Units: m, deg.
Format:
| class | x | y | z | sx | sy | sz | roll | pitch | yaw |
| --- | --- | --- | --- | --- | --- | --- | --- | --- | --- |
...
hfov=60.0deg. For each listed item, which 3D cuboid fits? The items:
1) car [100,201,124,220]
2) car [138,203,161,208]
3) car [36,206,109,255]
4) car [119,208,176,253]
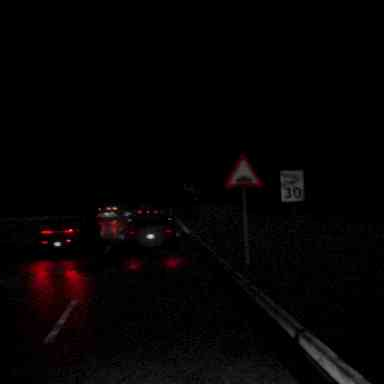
| class | x | y | z | sx | sy | sz | roll | pitch | yaw |
| --- | --- | --- | --- | --- | --- | --- | --- | --- | --- |
| car | -6.974 | 1.534 | 28.717 | 2.128 | 1.511 | 4.902 | -2 | 1 | -6 |
| car | -3.629 | 1.566 | 27.956 | 1.895 | 1.301 | 4.718 | -1 | 1 | -6 |
| car | -5.051 | 1.603 | 14.093 | 2.128 | 1.511 | 4.902 | -1 | 0 | -8 |
| car | -1.761 | 1.590 | 14.017 | 1.994 | 1.385 | 4.181 | -1 | 0 | -8 |
